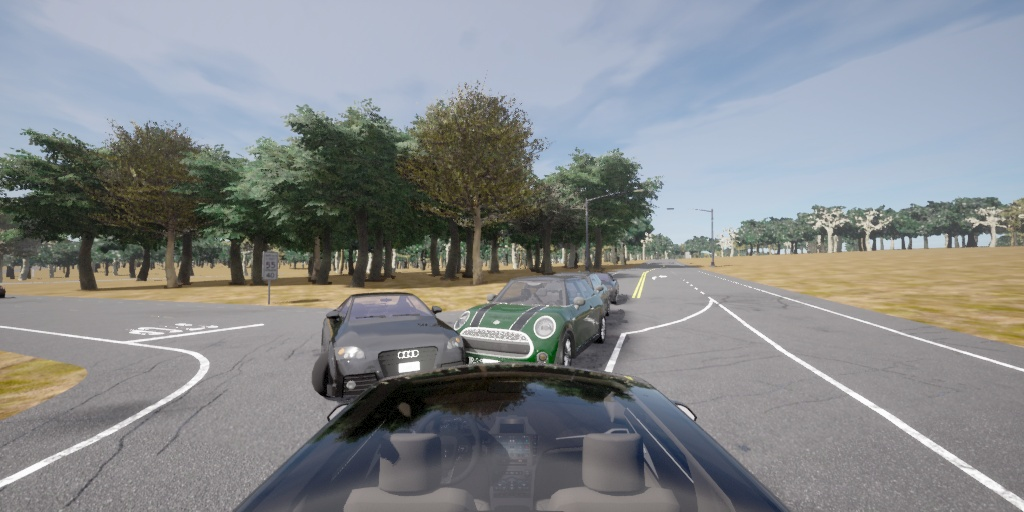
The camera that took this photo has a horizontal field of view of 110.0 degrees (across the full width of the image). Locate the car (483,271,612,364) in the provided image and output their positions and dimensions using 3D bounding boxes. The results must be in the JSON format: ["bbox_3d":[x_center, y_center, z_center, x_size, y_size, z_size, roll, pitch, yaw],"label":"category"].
[{"bbox_3d":[0.623,1.217,7.791,2.097,1.767,4.553,-1,-2,26],"label":"car"}]

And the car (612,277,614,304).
[{"bbox_3d":[2.031,1.343,12.103,2.097,1.767,4.553,-1,-1,21],"label":"car"}]

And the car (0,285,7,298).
[{"bbox_3d":[-40.845,2.559,27.369,4.181,1.385,1.994,-2,-3,22],"label":"car"}]

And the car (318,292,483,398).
[{"bbox_3d":[-2.350,1.375,6.587,1.994,1.385,4.181,1,-2,-29],"label":"car"}]

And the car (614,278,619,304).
[{"bbox_3d":[4.228,1.508,17.829,1.994,1.385,4.181,-1,0,19],"label":"car"}]
